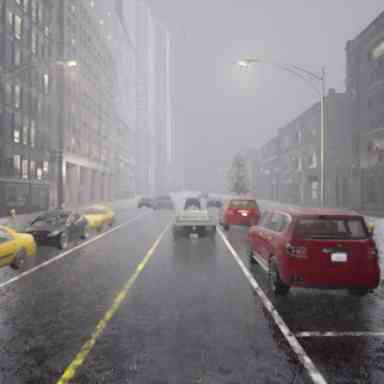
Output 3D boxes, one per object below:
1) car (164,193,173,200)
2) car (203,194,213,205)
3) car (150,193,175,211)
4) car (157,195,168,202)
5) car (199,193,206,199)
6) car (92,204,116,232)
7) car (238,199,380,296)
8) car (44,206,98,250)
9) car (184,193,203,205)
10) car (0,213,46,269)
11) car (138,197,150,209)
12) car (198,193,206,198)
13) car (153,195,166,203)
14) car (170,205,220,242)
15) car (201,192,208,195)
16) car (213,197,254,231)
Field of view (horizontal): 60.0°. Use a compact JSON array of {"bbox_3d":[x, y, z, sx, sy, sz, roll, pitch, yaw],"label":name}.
[{"bbox_3d":[-5.692,0.953,80.595,1.967,1.590,4.097,1,0,0],"label":"car"},{"bbox_3d":[2.694,1.329,41.780,1.947,1.339,4.313,1,0,0],"label":"car"},{"bbox_3d":[-3.033,1.145,36.669,2.097,1.767,4.553,0,0,0],"label":"car"},{"bbox_3d":[-5.691,1.204,63.959,1.802,1.307,4.206,1,0,0],"label":"car"},{"bbox_3d":[2.685,1.020,86.147,1.887,1.381,4.507,1,0,0],"label":"car"},{"bbox_3d":[-5.682,1.420,19.423,1.752,1.417,4.829,1,0,0],"label":"car"},{"bbox_3d":[2.704,1.269,8.503,2.192,1.841,5.009,1,0,0],"label":"car"},{"bbox_3d":[-5.682,1.490,14.048,1.947,1.339,4.313,1,0,0],"label":"car"},{"bbox_3d":[0.091,1.274,40.711,1.837,1.490,4.892,0,0,0],"label":"car"},{"bbox_3d":[-5.680,1.480,8.330,1.752,1.417,4.829,1,0,0],"label":"car"},{"bbox_3d":[-5.686,1.329,41.776,1.947,1.339,4.313,1,0,0],"label":"car"},{"bbox_3d":[2.684,1.002,91.693,1.947,1.339,4.313,1,0,0],"label":"car"},{"bbox_3d":[-5.690,1.224,58.413,1.947,1.339,4.313,1,0,0],"label":"car"},{"bbox_3d":[0.093,1.515,15.943,1.895,1.301,4.718,0,0,0],"label":"car"},{"bbox_3d":[2.691,0.866,75.053,2.192,1.841,5.009,1,0,0],"label":"car"},{"bbox_3d":[2.702,1.209,19.596,2.192,1.841,5.009,1,0,0],"label":"car"}]
